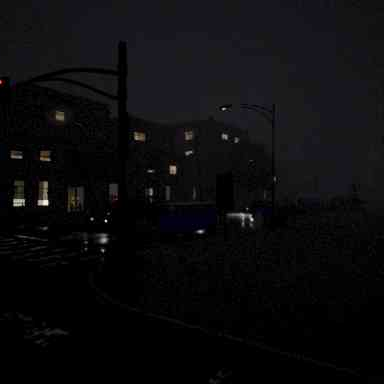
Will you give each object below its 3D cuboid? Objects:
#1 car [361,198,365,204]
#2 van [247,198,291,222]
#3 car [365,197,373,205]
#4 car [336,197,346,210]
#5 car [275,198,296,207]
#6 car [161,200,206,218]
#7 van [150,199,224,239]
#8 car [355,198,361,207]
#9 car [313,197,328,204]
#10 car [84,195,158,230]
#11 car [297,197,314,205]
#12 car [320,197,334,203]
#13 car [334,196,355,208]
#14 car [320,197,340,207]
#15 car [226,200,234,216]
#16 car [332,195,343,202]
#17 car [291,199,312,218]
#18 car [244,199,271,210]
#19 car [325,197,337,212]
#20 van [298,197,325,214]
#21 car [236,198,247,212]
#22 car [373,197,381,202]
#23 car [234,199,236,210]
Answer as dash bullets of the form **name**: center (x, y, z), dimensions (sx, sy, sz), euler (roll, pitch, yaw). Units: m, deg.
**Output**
- **car**: center (28.563, 1.748, 58.460), dimensions (1.752, 1.417, 4.829), euler (0, 0, 35)
- **van**: center (6.232, 1.436, 26.704), dimensions (1.690, 1.788, 3.998), euler (0, 0, 35)
- **car**: center (34.818, 1.810, 67.354), dimensions (1.887, 1.381, 4.507), euler (0, 0, 35)
- **car**: center (18.936, 1.729, 44.770), dimensions (1.947, 1.339, 4.313), euler (0, 0, 35)
- **car**: center (15.268, 1.666, 54.122), dimensions (1.887, 1.381, 4.507), euler (0, 0, 35)
- **car**: center (-0.711, 1.559, 31.400), dimensions (1.752, 1.417, 4.829), euler (0, 0, 35)
- **van**: center (-0.121, 1.407, 17.670), dimensions (1.690, 1.788, 3.998), euler (0, 0, 35)
- **car**: center (25.290, 1.517, 53.805), dimensions (2.192, 1.841, 5.009), euler (0, 0, 35)
- **car**: center (27.875, 1.729, 72.050), dimensions (1.752, 1.417, 4.829), euler (0, 0, 35)
- **car**: center (-4.281, 1.248, 21.814), dimensions (2.150, 2.045, 5.566), euler (1, 0, 35)
- **car**: center (21.621, 1.706, 63.155), dimensions (1.887, 1.381, 4.507), euler (0, 0, 35)
- **car**: center (31.149, 1.792, 76.706), dimensions (1.947, 1.339, 4.313), euler (0, 0, 35)
- **car**: center (22.114, 1.497, 49.288), dimensions (2.192, 1.841, 5.009), euler (0, 0, 35)
- **car**: center (22.747, 1.658, 54.689), dimensions (1.882, 1.535, 5.008), euler (1, 0, 35)
- **car**: center (1.530, 1.530, 30.077), dimensions (1.882, 1.535, 5.008), euler (1, 0, 35)
- **car**: center (37.502, 1.713, 85.739), dimensions (1.967, 1.590, 4.097), euler (0, 0, 35)
- **car**: center (9.407, 1.656, 31.220), dimensions (1.887, 1.381, 4.507), euler (0, 0, 35)
- **car**: center (8.915, 1.629, 45.090), dimensions (1.887, 1.381, 4.507), euler (0, 0, 35)
- **car**: center (15.858, 1.671, 40.393), dimensions (1.752, 1.417, 4.829), euler (0, 0, 35)
- **van**: center (12.584, 1.469, 35.737), dimensions (1.690, 1.788, 3.998), euler (0, 0, 35)
- **car**: center (7.488, 1.575, 38.533), dimensions (2.128, 1.511, 4.902), euler (1, 0, 35)
- **car**: center (44.347, 1.900, 80.904), dimensions (1.947, 1.339, 4.313), euler (0, 0, 35)
- **car**: center (5.740, 1.507, 40.573), dimensions (1.967, 1.590, 4.097), euler (0, 0, 35)
